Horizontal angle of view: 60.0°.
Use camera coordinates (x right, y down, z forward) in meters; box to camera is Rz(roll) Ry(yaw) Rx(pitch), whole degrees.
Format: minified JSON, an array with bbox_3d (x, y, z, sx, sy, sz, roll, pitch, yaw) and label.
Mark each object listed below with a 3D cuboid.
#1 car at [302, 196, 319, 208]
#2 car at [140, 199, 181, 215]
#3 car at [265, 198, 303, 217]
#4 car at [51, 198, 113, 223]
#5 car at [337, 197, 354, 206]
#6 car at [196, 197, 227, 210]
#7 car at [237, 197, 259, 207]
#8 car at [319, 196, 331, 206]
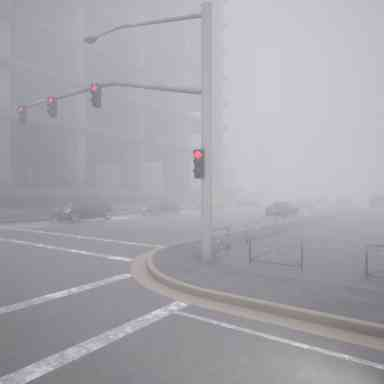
[{"bbox_3d":[16.116,1.509,47.425,1.994,1.385,4.181,0,0,35],"label":"car"},{"bbox_3d":[-3.052,1.436,32.829,2.128,1.511,4.902,0,0,35],"label":"car"},{"bbox_3d":[8.281,1.508,30.316,1.994,1.385,4.181,0,0,35],"label":"car"},{"bbox_3d":[-8.317,1.297,25.406,2.097,1.767,4.553,0,0,36],"label":"car"},{"bbox_3d":[24.851,1.508,53.703,1.994,1.385,4.181,0,0,35],"label":"car"},{"bbox_3d":[2.401,1.422,40.515,1.882,1.535,5.008,0,0,36],"label":"car"},{"bbox_3d":[8.264,1.470,48.729,1.812,1.442,4.674,0,0,36],"label":"car"},{"bbox_3d":[21.864,1.422,55.539,1.882,1.535,5.008,0,0,35],"label":"car"}]
